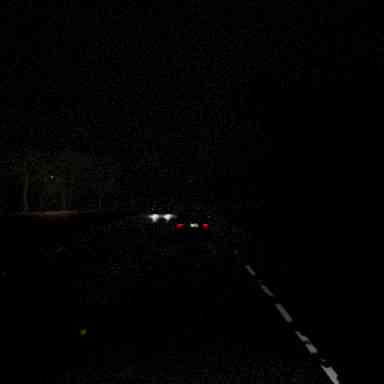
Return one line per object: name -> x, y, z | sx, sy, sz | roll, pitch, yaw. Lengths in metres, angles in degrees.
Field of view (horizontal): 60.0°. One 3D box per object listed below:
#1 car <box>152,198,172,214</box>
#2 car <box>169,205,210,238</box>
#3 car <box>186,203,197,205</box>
car -> -3.772, 1.724, 42.264 | 2.150, 2.045, 5.566 | 0, -1, 0
car -> 0.024, 1.660, 18.275 | 2.033, 1.411, 5.357 | 0, -1, 0
car -> -0.067, 1.995, 38.914 | 1.994, 1.385, 4.181 | 0, -1, 0
